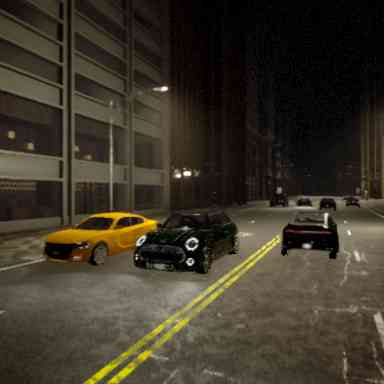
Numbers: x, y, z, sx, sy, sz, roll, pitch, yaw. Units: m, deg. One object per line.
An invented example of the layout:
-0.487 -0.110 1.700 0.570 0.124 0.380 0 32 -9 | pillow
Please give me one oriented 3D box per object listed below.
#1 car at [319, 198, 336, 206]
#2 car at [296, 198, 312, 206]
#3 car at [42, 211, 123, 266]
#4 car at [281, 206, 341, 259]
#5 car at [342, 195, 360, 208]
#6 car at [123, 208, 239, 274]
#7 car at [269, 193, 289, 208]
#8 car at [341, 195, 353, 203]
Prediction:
17.214 1.470 42.179 1.882 1.535 5.008 0 0 23 | car
17.005 1.548 50.316 1.994 1.385 4.181 0 0 24 | car
-3.011 1.513 12.046 1.882 1.535 5.008 0 0 23 | car
4.641 1.510 12.892 2.128 1.511 4.902 0 0 23 | car
23.501 1.510 48.701 2.033 1.411 5.357 0 0 24 | car
0.020 1.379 10.871 2.097 1.767 4.553 0 0 23 | car
12.863 1.222 48.951 2.150 2.045 5.566 0 0 24 | car
32.465 1.390 69.718 2.128 1.511 4.902 0 0 23 | car
